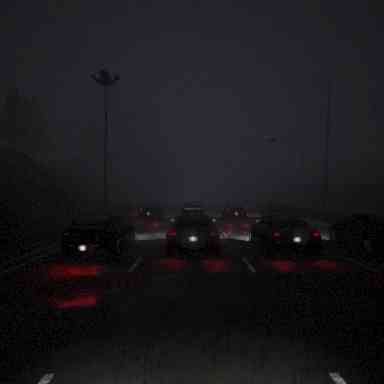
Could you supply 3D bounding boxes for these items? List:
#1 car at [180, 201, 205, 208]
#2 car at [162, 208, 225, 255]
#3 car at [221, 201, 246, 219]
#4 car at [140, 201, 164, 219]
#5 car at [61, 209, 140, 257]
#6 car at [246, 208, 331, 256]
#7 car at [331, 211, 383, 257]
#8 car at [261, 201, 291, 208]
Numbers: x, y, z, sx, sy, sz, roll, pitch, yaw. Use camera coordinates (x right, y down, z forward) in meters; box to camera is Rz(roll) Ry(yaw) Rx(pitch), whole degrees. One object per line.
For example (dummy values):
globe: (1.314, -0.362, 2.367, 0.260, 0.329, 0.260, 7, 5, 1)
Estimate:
car: (0.052, 1.493, 27.930, 2.128, 1.511, 4.902, 0, 0, 1)
car: (0.051, 1.565, 13.318, 1.994, 1.385, 4.181, 0, 0, 0)
car: (3.557, 1.526, 28.619, 1.812, 1.442, 4.674, 0, 0, 1)
car: (-3.443, 1.527, 28.619, 1.812, 1.442, 4.674, 0, 0, 1)
car: (-3.450, 1.507, 12.969, 1.837, 1.490, 4.892, 0, 0, 1)
car: (3.551, 1.565, 13.154, 1.994, 1.385, 4.181, 0, 0, 0)
car: (7.050, 1.507, 12.966, 1.837, 1.490, 4.892, 0, 0, 1)
car: (7.053, 1.507, 27.973, 1.837, 1.490, 4.892, 0, 0, 1)
